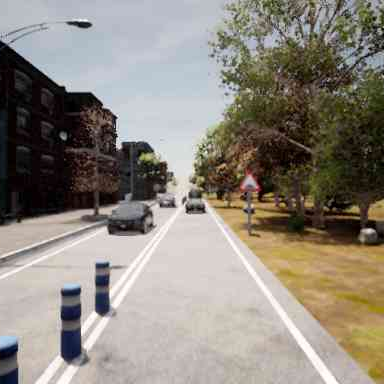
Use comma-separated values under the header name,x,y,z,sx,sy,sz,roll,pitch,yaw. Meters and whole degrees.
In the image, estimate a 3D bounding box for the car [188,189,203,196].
name,x,y,z,sx,sy,sz,roll,pitch,yaw
car,0.497,0.678,51.164,2.150,2.045,5.566,0,-2,1

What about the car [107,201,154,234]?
name,x,y,z,sx,sy,sz,roll,pitch,yaw
car,-3.265,1.321,18.383,1.882,1.535,5.008,0,1,1

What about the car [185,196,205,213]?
name,x,y,z,sx,sy,sz,roll,pitch,yaw
car,0.333,1.308,32.739,1.895,1.301,4.718,0,1,1

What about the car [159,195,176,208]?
name,x,y,z,sx,sy,sz,roll,pitch,yaw
car,-2.955,1.117,40.755,2.128,1.511,4.902,0,0,1
